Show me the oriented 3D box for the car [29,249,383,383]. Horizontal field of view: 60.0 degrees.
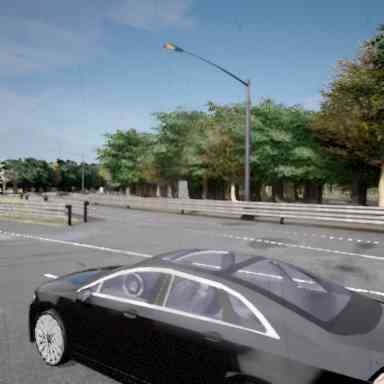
[{"bbox_3d":[-0.084,1.479,4.077,4.902,1.511,2.128,0,0,36],"label":"car"}]
